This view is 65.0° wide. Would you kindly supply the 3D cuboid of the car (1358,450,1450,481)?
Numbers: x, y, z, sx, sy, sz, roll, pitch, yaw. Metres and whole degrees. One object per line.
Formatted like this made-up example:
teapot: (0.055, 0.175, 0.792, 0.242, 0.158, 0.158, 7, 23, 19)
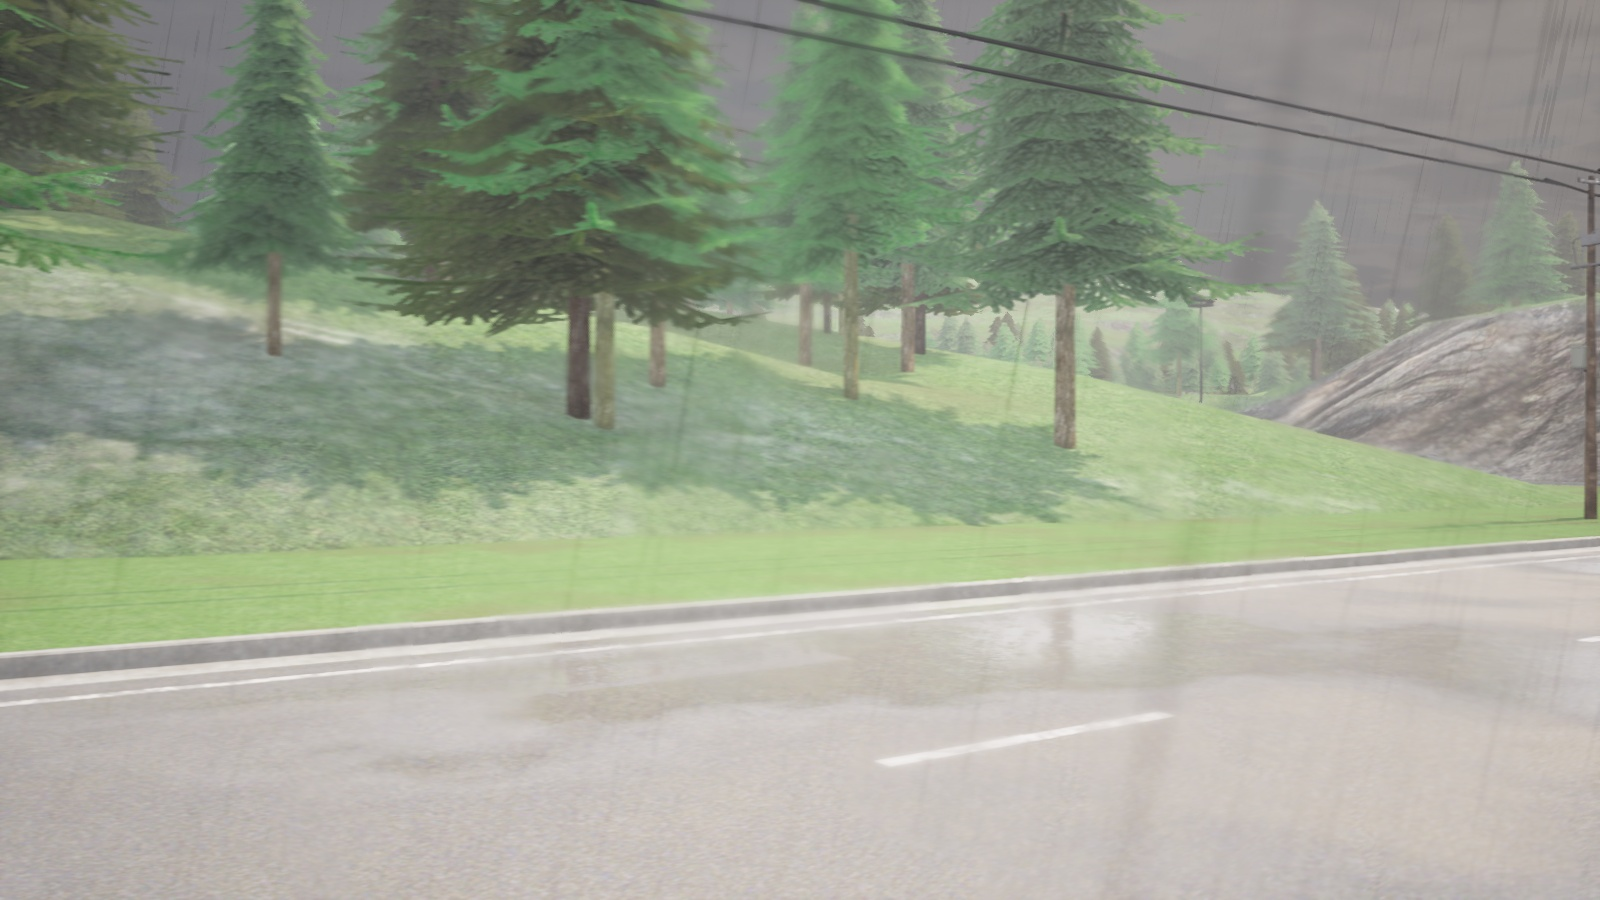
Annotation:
car: (36.065, 0.901, 75.104, 2.097, 1.767, 4.553, 0, 0, -30)
